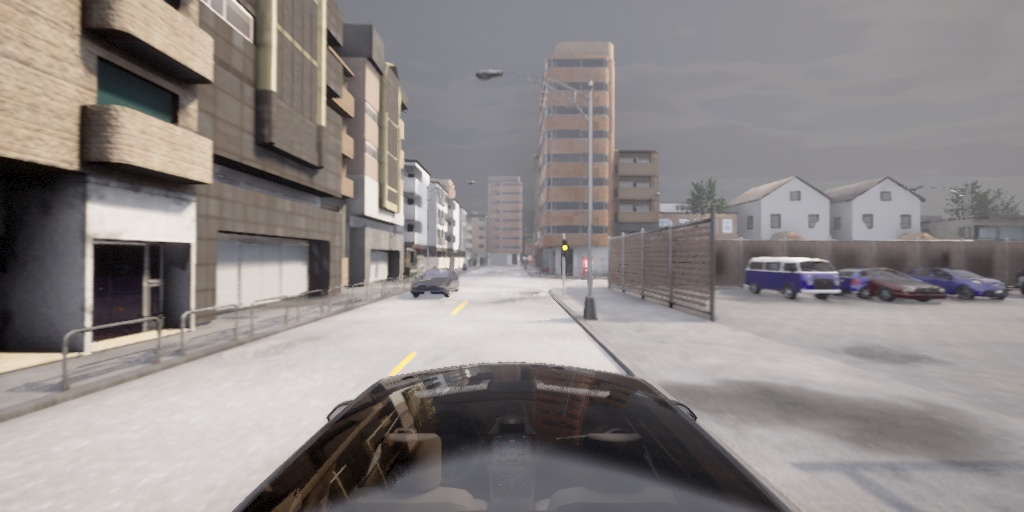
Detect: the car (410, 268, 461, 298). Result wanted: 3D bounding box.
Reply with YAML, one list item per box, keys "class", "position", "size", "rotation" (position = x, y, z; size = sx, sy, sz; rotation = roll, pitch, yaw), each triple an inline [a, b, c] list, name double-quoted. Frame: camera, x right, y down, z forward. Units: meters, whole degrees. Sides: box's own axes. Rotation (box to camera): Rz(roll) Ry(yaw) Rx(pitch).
- class: "car"
  position: [-3.992, 1.383, 19.606]
  size: [2.033, 1.411, 5.357]
  rotation: [0, 0, 0]
